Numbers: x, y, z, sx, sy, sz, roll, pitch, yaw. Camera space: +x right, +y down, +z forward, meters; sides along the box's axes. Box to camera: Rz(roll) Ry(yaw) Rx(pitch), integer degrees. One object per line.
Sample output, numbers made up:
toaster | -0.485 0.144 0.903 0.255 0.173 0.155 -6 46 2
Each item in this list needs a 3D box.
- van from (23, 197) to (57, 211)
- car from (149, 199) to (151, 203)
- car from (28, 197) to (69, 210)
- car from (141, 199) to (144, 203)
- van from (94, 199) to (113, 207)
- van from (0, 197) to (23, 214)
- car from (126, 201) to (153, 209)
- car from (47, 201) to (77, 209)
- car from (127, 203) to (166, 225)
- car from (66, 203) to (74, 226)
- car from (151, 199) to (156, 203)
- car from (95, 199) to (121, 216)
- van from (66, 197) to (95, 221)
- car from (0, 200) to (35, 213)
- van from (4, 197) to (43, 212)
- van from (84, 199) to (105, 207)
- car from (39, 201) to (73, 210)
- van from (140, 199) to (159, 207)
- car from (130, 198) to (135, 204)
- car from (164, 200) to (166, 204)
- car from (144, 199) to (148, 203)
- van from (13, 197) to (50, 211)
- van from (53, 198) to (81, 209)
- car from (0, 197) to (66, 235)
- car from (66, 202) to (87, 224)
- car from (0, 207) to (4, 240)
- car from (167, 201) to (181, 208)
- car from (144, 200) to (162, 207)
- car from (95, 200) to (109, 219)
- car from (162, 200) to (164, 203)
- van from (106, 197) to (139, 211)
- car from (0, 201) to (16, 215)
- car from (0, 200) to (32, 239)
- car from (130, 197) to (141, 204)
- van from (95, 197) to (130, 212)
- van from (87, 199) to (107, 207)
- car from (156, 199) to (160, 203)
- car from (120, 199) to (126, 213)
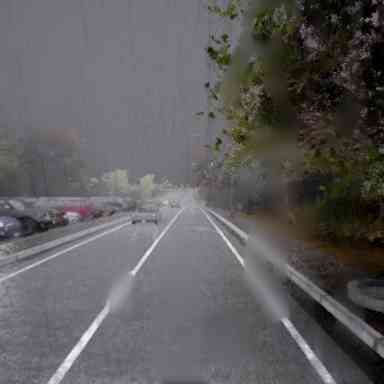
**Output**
van | -23.503 1.846 51.498 4.442 1.987 1.878 0 -2 0
car | -10.270 2.186 59.798 4.553 1.767 2.185 0 -2 0
car | -23.356 1.900 54.268 5.566 2.045 2.435 0 -2 0
car | -10.309 2.111 51.469 4.674 1.452 2.002 0 -2 0
van | -23.255 2.891 87.636 4.442 1.987 1.878 0 -2 0
van | -23.276 1.602 40.561 4.442 1.987 1.878 0 -1 0
car | -10.291 2.473 65.345 4.892 1.521 2.231 0 -2 0
car | -23.379 2.355 59.923 4.674 1.452 2.002 0 -2 0
car | -3.345 1.746 25.204 1.895 1.301 4.718 0 -1 0
car | -10.355 1.607 20.956 4.792 1.488 2.163 0 -1 0
car | -10.114 2.389 62.570 5.366 1.575 1.946 0 -2 0
car | -10.287 1.784 34.834 4.792 1.488 2.163 0 -1 0
van | -10.438 1.423 26.511 4.442 1.987 1.878 0 -1 0
car | -23.396 1.863 43.328 5.008 1.535 2.097 0 -1 0
van | -23.273 1.686 45.952 4.442 1.987 1.878 0 -1 0
van | -23.252 2.648 79.313 4.442 1.987 1.878 0 -2 0
car | -23.377 2.235 57.154 5.008 1.535 2.097 0 -2 0
van | -10.404 2.726 82.002 4.442 1.987 1.878 0 -2 0
car | -10.341 1.891 43.169 4.792 1.488 2.163 0 -1 0
car | -10.276 3.202 90.321 4.892 1.521 2.231 0 -2 0
car | -10.299 2.151 54.245 5.008 1.535 2.097 0 -2 0
van | -23.504 1.769 48.854 4.442 1.987 1.878 0 -2 0
van | -23.496 2.165 62.574 4.442 1.987 1.878 0 -2 0
car | -10.299 1.291 18.183 5.566 2.045 2.435 0 -1 0
car | -10.326 1.653 23.731 4.674 1.452 2.002 0 -1 0
car | -10.337 1.482 12.632 5.008 1.535 2.097 0 -1 0
car | -3.276 2.589 66.136 1.895 1.301 4.718 0 -2 0
car | -10.315 2.989 87.546 4.553 1.767 2.185 0 -2 0
car | -10.325 1.684 29.284 5.008 1.535 2.097 0 -1 0
car | -10.315 3.061 84.770 4.792 1.488 2.163 0 -2 0
van | -10.191 1.766 48.701 4.442 1.987 1.878 0 -2 0
car | -23.210 1.789 37.790 5.366 1.575 1.946 0 -1 0
car | -10.360 1.384 15.410 4.553 1.767 2.185 0 -1 0
car | -10.338 1.660 45.927 5.566 2.045 2.435 0 -2 0
van | -10.197 1.600 40.391 4.442 1.987 1.878 0 -1 0
van | -23.484 2.728 82.083 4.442 1.987 1.878 0 -2 0
car | -10.263 2.741 73.669 4.792 1.488 2.163 0 -2 0
car | -10.318 1.830 37.611 4.674 1.452 2.002 0 -1 0
